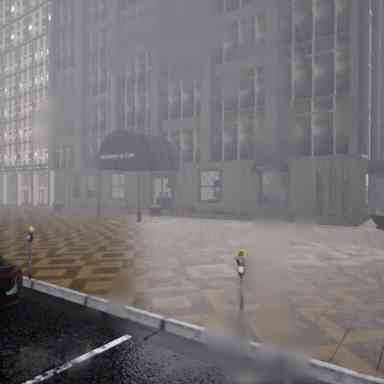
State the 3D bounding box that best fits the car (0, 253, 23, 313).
[{"bbox_3d":[-4.971,1.567,6.440,4.313,1.339,1.947,0,1,36],"label":"car"}]
